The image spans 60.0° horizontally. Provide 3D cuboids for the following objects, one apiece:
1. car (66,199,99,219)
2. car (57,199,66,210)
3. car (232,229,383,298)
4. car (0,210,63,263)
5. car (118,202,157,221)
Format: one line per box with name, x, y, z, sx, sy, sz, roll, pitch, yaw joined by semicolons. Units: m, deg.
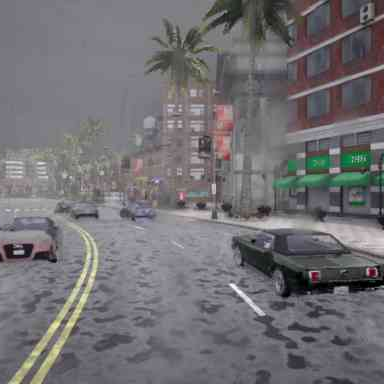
car;-9.463;1.562;28.948;1.994;1.385;4.181;0;0;-27
car;-14.643;1.543;38.946;2.033;1.411;5.357;0;0;-28
car;2.501;1.600;8.588;1.895;1.301;4.718;0;0;-10
car;-5.614;1.563;11.556;1.994;1.385;4.181;0;0;-17
car;-4.512;1.544;27.083;2.033;1.411;5.357;0;0;-27
